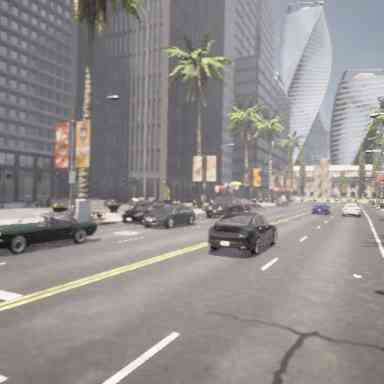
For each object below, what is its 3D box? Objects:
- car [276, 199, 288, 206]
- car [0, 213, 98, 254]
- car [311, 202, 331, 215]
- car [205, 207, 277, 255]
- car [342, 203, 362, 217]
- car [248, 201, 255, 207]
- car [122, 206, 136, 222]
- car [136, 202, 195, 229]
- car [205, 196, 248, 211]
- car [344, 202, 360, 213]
[{"bbox_3d":[19.440,2.202,71.589,2.231,1.521,4.892,1,0,26],"label":"car"},{"bbox_3d":[-6.106,1.522,13.353,1.895,1.301,4.718,1,0,27],"label":"car"},{"bbox_3d":[16.443,2.060,42.278,1.812,1.442,4.674,1,0,26],"label":"car"},{"bbox_3d":[2.267,1.612,13.999,1.837,1.490,4.892,1,0,27],"label":"car"},{"bbox_3d":[18.454,2.089,38.459,1.812,1.442,4.674,1,0,26],"label":"car"},{"bbox_3d":[6.529,1.684,45.209,2.185,1.767,4.553,1,0,26],"label":"car"},{"bbox_3d":[-3.385,1.545,25.646,2.161,1.482,4.786,1,0,26],"label":"car"},{"bbox_3d":[-1.441,1.567,22.630,1.837,1.490,4.892,1,0,27],"label":"car"},{"bbox_3d":[3.239,1.424,31.906,2.150,2.045,5.566,1,0,26],"label":"car"},{"bbox_3d":[23.500,2.280,48.752,1.994,1.385,4.181,1,0,26],"label":"car"}]
